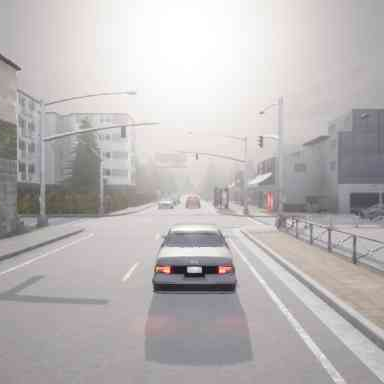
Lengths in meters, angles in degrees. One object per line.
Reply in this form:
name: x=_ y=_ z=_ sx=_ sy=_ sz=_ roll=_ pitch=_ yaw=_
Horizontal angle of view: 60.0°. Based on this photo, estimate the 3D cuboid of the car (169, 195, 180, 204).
car: x=-3.440 y=1.478 z=65.975 sx=1.882 sy=1.535 sz=5.008 roll=0 pitch=0 yaw=0

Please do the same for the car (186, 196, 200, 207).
car: x=0.174 y=1.351 z=52.076 sx=2.097 sy=1.767 sz=4.553 roll=0 pitch=0 yaw=0

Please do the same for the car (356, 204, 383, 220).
car: x=16.756 y=1.740 z=29.296 sx=4.181 sy=1.385 sz=1.994 roll=0 pitch=0 yaw=0

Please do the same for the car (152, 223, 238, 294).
car: x=0.072 y=1.547 z=8.922 sx=2.033 sy=1.411 sz=5.357 roll=0 pitch=0 yaw=1

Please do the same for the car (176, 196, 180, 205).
car: x=-3.508 y=1.505 z=55.834 sx=1.837 sy=1.490 sz=4.892 roll=0 pitch=0 yaw=0

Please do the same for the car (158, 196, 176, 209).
car: x=-3.534 y=1.526 z=45.830 sx=1.812 sy=1.442 sz=4.674 roll=0 pitch=0 yaw=0
